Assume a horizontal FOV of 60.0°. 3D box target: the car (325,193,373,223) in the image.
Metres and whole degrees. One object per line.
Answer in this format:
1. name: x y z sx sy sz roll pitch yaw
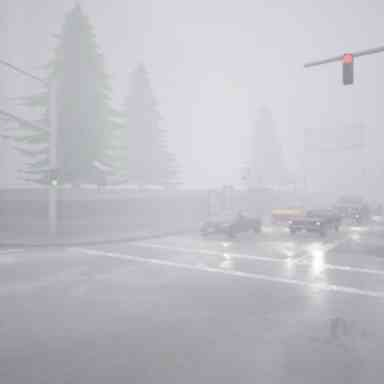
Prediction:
1. car: 12.886 1.341 27.000 2.150 2.045 5.566 0 0 36

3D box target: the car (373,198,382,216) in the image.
1. car: 18.978 1.672 35.332 1.812 1.442 4.674 0 0 36

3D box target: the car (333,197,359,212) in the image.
1. car: 19.334 1.525 41.730 2.097 1.767 4.553 0 0 36

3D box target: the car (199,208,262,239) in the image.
1. car: 2.278 1.625 18.355 1.812 1.442 4.674 0 0 36

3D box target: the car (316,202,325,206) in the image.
1. car: 13.497 1.696 33.773 2.033 1.411 5.357 0 0 36

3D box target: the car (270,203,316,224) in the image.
1. car: 7.706 1.601 25.836 1.882 1.535 5.008 0 0 36

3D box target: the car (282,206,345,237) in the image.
1. car: 7.081 1.695 19.035 1.895 1.301 4.718 0 0 36
